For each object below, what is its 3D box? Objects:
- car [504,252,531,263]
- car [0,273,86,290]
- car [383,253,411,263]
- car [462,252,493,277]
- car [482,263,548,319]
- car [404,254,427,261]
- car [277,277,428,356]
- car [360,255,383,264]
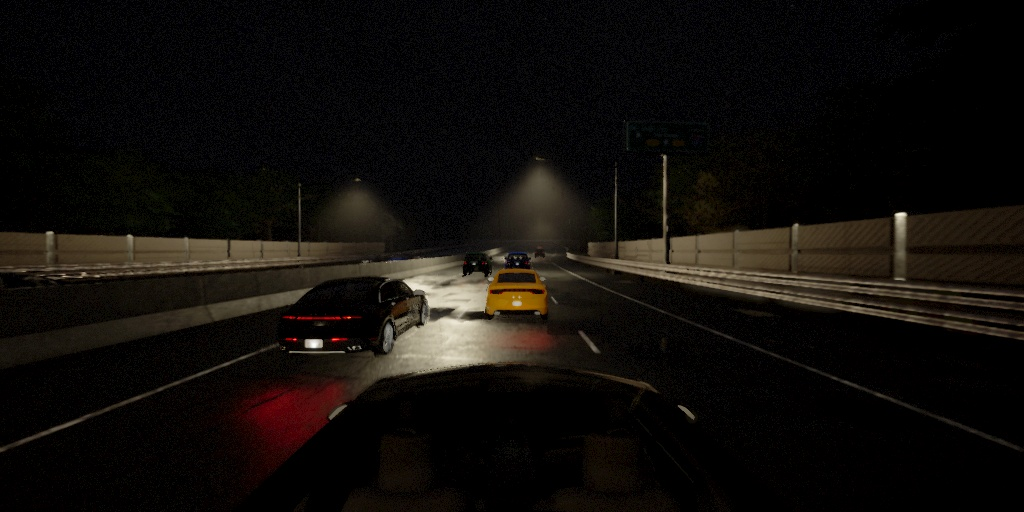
[{"bbox_3d":[0.511,0.697,31.766,2.150,2.045,5.566,0,1,1],"label":"car"},{"bbox_3d":[-14.059,1.213,9.091,2.128,1.511,4.902,0,0,0],"label":"car"},{"bbox_3d":[-16.478,0.622,51.841,1.812,1.442,4.674,0,1,3],"label":"car"},{"bbox_3d":[-2.993,0.698,31.652,2.150,2.045,5.566,0,1,1],"label":"car"},{"bbox_3d":[0.168,1.184,12.668,1.882,1.535,5.008,0,0,0],"label":"car"},{"bbox_3d":[-13.044,0.733,50.327,1.895,1.301,4.718,0,1,3],"label":"car"},{"bbox_3d":[-3.364,1.234,8.532,1.837,1.490,4.892,0,0,0],"label":"car"},{"bbox_3d":[-19.988,0.632,51.478,1.812,1.442,4.674,0,1,3],"label":"car"}]
